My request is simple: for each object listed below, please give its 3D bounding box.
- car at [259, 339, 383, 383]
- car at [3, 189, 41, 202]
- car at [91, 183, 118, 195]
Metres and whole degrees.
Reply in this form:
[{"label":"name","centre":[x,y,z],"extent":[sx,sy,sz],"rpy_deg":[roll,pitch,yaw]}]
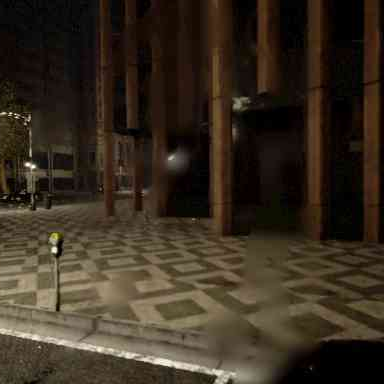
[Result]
[{"label":"car","centre":[2.469,1.454,1.709],"extent":[4.313,1.339,1.947],"rpy_deg":[0,2,21]},{"label":"car","centre":[-21.194,0.382,41.612],"extent":[1.837,1.490,4.892],"rpy_deg":[0,2,21]},{"label":"car","centre":[-15.107,-0.579,57.759],"extent":[2.150,2.045,5.566],"rpy_deg":[0,2,20]}]
